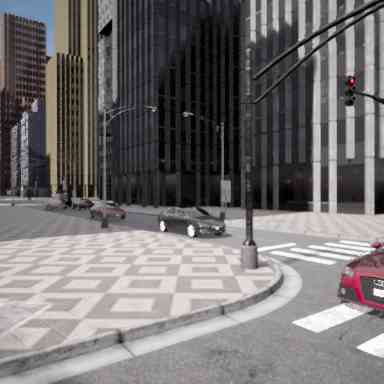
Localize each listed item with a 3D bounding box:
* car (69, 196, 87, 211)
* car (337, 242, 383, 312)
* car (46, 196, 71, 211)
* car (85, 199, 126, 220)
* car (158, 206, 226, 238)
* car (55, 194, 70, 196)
[{"bbox_3d":[-14.448,1.615,43.700,1.837,1.490,4.892,0,0,-35],"label":"car"},{"bbox_3d":[4.885,1.560,6.855,4.181,1.385,1.994,0,0,-35],"label":"car"},{"bbox_3d":[-17.381,1.645,42.499,1.812,1.442,4.674,0,0,-35],"label":"car"},{"bbox_3d":[-7.209,1.597,28.107,1.812,1.442,4.674,0,0,-35],"label":"car"},{"bbox_3d":[-0.143,1.539,18.181,1.837,1.490,4.892,0,0,-35],"label":"car"},{"bbox_3d":[-20.516,1.359,52.156,2.150,2.045,5.566,0,0,-35],"label":"car"}]
